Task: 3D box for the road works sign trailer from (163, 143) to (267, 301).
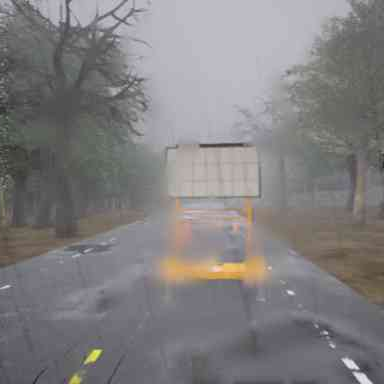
[{"bbox_3d":[0.542,0.563,8.553,2.380,3.560,2.880,-1,-1,3],"label":"road works sign trailer"}]
